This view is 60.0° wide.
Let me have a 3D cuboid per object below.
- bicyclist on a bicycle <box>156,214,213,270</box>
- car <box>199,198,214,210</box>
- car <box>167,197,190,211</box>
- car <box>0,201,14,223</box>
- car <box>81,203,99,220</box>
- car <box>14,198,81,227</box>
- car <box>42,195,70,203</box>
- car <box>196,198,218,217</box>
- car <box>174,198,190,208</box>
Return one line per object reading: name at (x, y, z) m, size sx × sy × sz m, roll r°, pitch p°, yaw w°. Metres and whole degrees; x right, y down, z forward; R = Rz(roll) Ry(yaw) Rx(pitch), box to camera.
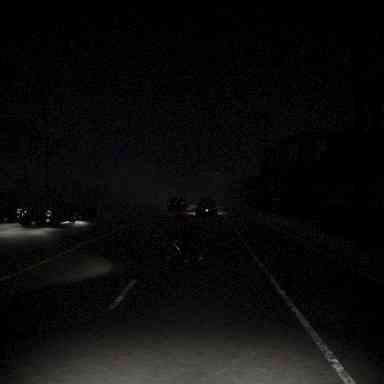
bicyclist on a bicycle at (-0.218, 1.452, 9.558) m, size 1.656 × 1.620 × 0.582 m, roll 0°, pitch 0°, yaw 2°
car at (1.908, 1.505, 43.210) m, size 1.837 × 1.490 × 4.892 m, roll 0°, pitch 0°, yaw 3°
car at (-1.754, 1.352, 40.024) m, size 2.097 × 1.767 × 4.553 m, roll 0°, pitch 0°, yaw 3°
car at (-13.053, 1.352, 25.741) m, size 2.097 × 1.767 × 4.553 m, roll 0°, pitch 0°, yaw 3°
car at (-9.366, 1.608, 27.973) m, size 1.994 × 1.385 × 4.181 m, roll 0°, pitch 0°, yaw 2°
car at (-9.694, 1.352, 22.761) m, size 2.097 × 1.767 × 4.553 m, roll 0°, pitch 0°, yaw 2°
car at (-27.861, 1.452, 68.365) m, size 2.038 × 1.542 × 4.974 m, roll 0°, pitch 0°, yaw 31°
car at (1.383, 1.564, 31.094) m, size 1.994 × 1.385 × 4.181 m, roll 0°, pitch 0°, yaw 2°
car at (-1.412, 1.564, 48.680) m, size 1.994 × 1.385 × 4.181 m, roll 0°, pitch 0°, yaw 3°
